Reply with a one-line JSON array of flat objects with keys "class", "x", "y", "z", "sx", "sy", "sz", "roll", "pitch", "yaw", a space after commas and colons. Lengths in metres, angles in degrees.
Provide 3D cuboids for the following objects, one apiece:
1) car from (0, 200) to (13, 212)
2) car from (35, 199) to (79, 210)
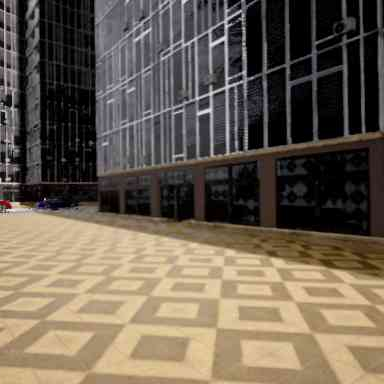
[{"class": "car", "x": -20.627, "y": 1.169, "z": 32.862, "sx": 5.009, "sy": 1.841, "sz": 2.192, "roll": 0, "pitch": -1, "yaw": -38}, {"class": "car", "x": -16.048, "y": 1.455, "z": 39.805, "sx": 4.718, "sy": 1.301, "sz": 1.895, "roll": 0, "pitch": -1, "yaw": -38}]
